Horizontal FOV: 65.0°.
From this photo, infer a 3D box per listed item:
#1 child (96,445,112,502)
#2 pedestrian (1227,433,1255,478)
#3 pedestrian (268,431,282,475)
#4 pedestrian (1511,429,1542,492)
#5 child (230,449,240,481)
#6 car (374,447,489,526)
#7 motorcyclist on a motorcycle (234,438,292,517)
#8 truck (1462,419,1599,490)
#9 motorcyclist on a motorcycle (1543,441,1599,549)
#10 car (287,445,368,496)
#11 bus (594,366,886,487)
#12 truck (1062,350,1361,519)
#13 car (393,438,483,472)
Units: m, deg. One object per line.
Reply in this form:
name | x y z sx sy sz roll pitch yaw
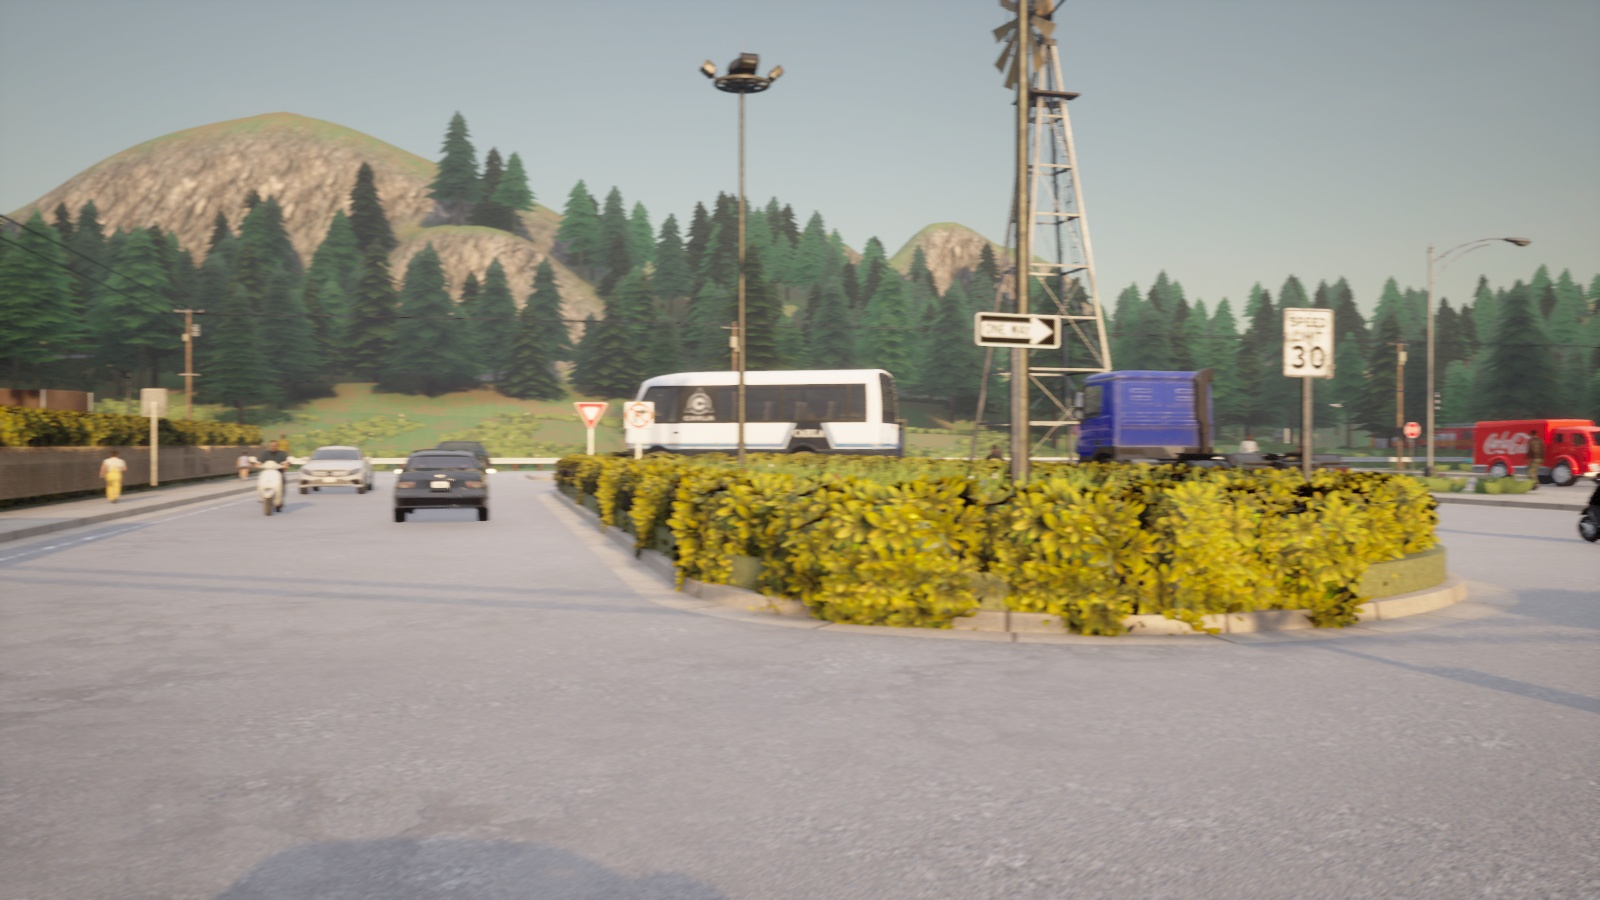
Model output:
child | -15.624 0.516 28.177 0.270 1.263 0.437 0 0 -24
pedestrian | 18.645 0.235 53.122 0.874 1.855 0.900 0 0 -1
pedestrian | -21.784 0.117 52.102 0.370 1.835 0.726 0 0 -9
pedestrian | 21.392 0.311 36.965 0.431 1.840 0.703 0 0 -11
child | -20.220 0.532 44.951 0.255 1.110 0.394 0 0 -15
car | -7.455 0.663 25.722 2.033 1.411 5.357 0 0 -15
motorcyclist on a motorcycle | -11.215 0.556 26.277 0.866 1.590 1.817 0 0 -15
truck | 27.887 0.146 47.040 2.627 2.467 5.204 0 0 -15
motorcyclist on a motorcycle | 12.178 0.658 18.742 0.866 1.590 1.817 0 0 -12
car | -14.329 0.568 38.270 1.812 1.442 4.674 0 0 -15
bus | -2.221 -0.836 47.352 10.273 4.253 3.944 0 0 16
truck | 9.353 -0.332 29.809 2.891 3.462 7.936 0 0 -15
car | -19.274 0.265 66.999 4.553 1.767 2.097 0 0 -14
